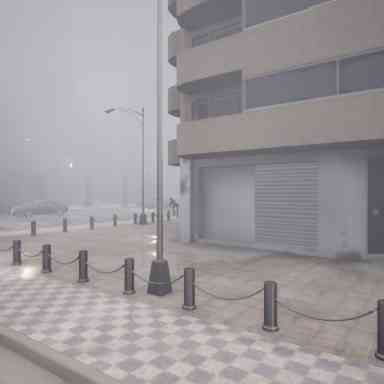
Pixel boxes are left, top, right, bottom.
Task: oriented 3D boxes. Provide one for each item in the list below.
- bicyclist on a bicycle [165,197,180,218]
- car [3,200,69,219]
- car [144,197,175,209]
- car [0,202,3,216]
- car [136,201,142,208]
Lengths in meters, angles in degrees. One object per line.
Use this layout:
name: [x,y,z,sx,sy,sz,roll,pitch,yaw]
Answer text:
bicyclist on a bicycle: [-1.539,1.246,26.504,1.656,1.620,0.582,0,0,36]
car: [-13.239,1.436,29.078,2.128,1.511,4.902,0,0,36]
car: [-3.848,1.508,42.028,1.994,1.385,4.181,0,0,36]
car: [-17.773,1.545,28.791,1.895,1.301,4.718,0,0,36]
car: [-5.530,1.449,45.669,1.837,1.490,4.892,0,0,36]
